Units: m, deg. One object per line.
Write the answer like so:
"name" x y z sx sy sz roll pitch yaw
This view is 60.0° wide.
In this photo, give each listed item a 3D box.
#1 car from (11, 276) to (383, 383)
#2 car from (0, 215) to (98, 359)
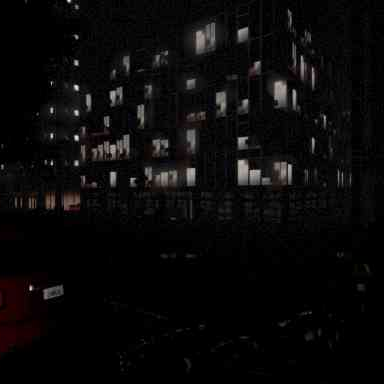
"car" 0.850 1.566 2.272 4.313 1.339 1.947 0 0 36
"car" -3.645 1.315 5.481 5.009 1.841 2.192 0 0 36
